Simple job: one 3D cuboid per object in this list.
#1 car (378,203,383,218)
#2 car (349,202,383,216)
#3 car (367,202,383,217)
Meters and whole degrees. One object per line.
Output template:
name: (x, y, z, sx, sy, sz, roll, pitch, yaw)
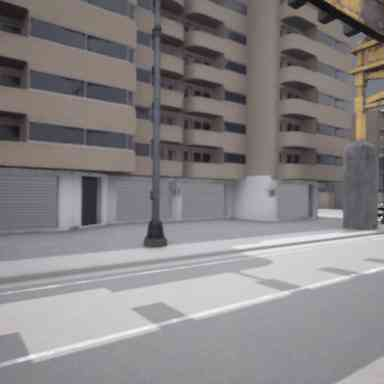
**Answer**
car: (18.126, 1.820, 33.503, 2.038, 1.542, 4.974, 1, 0, -11)
car: (18.117, 1.663, 33.555, 1.853, 1.218, 4.536, 1, 0, -11)
car: (21.700, 1.865, 35.653, 4.974, 1.542, 2.038, 0, 0, 34)
